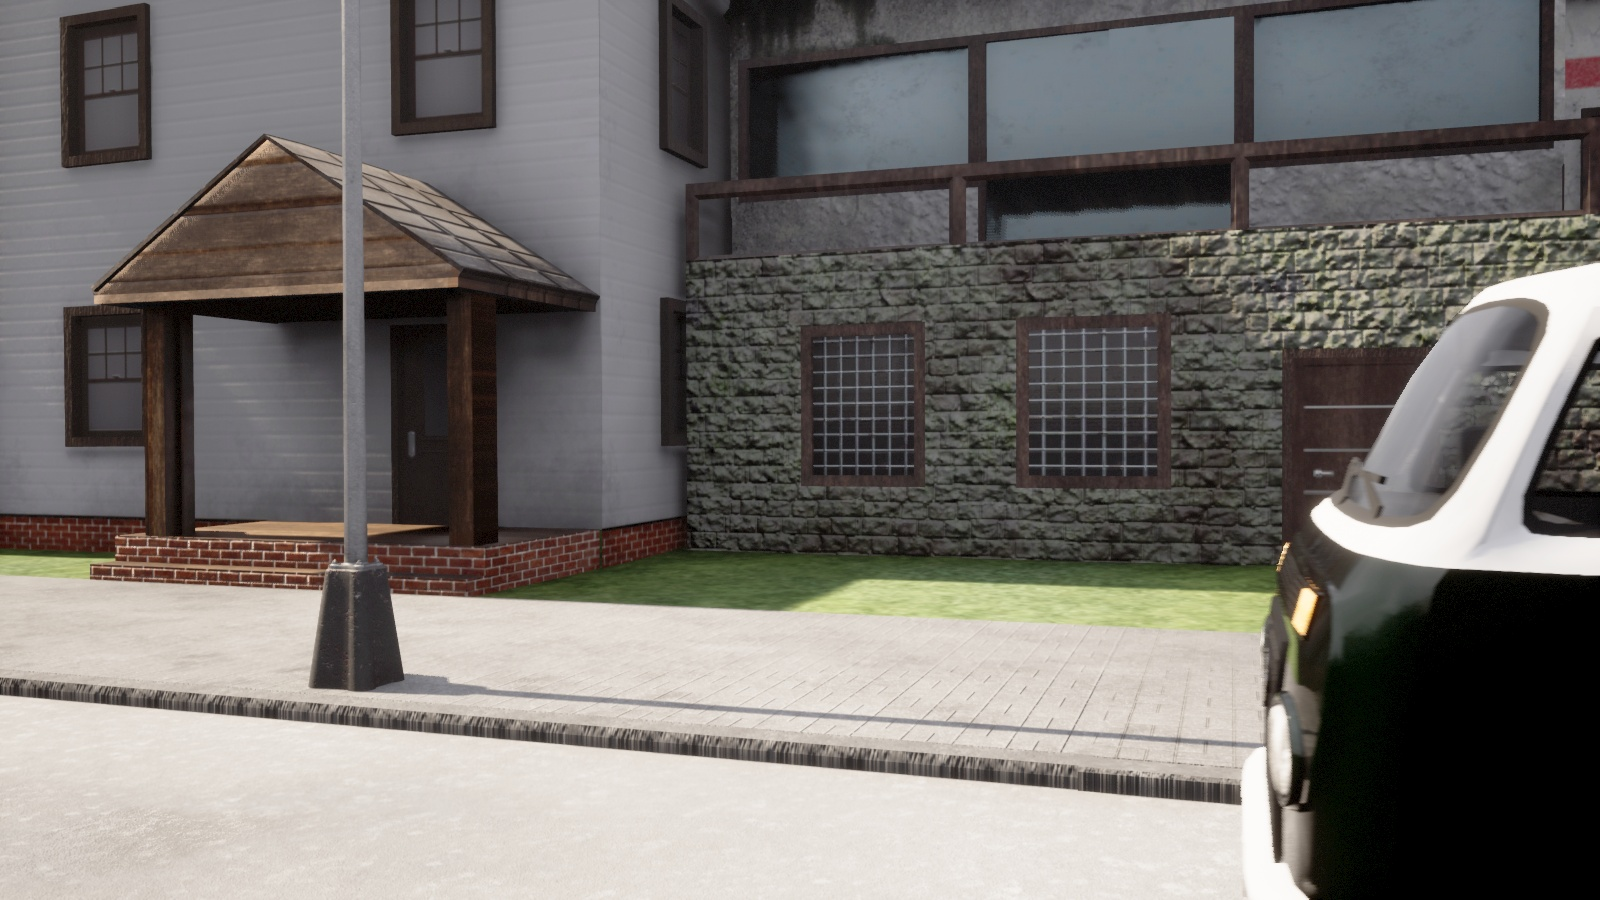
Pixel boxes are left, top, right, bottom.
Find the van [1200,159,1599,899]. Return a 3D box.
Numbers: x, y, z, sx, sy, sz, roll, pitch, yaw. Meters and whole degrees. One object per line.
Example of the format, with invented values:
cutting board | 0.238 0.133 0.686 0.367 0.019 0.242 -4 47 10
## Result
van | 3.217 0.520 2.625 4.480 2.038 2.069 1 1 19
